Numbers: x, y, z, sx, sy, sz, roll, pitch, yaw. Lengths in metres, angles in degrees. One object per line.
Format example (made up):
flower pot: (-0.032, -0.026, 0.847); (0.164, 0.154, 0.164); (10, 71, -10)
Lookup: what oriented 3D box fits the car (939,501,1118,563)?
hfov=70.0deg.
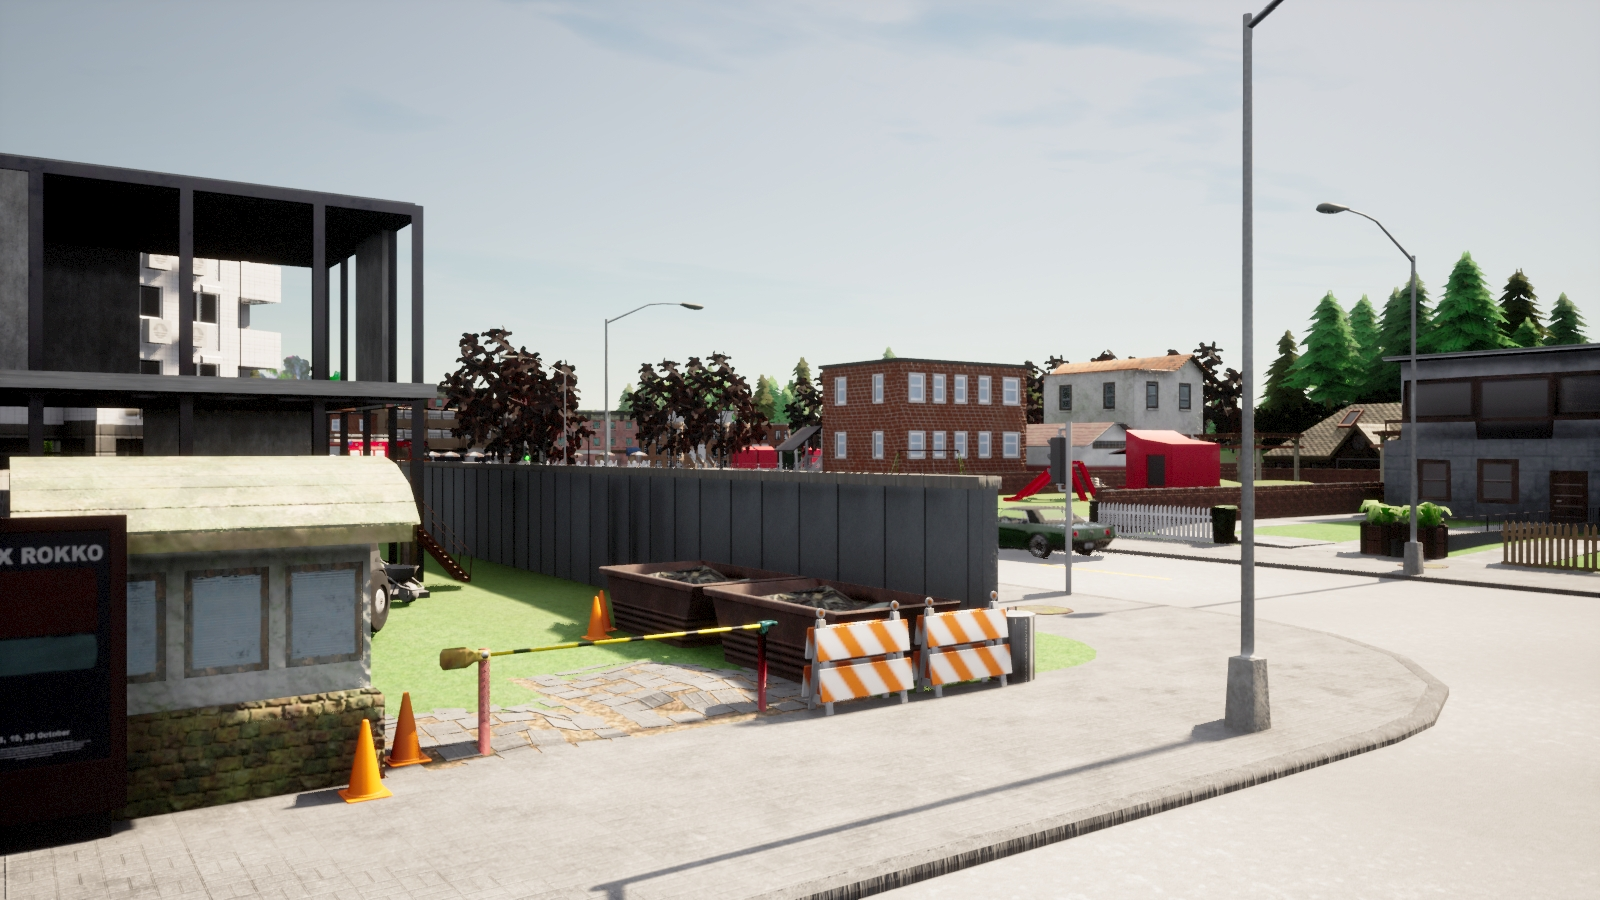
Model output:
car: (6.060, 2.146, 30.809); (1.895, 1.301, 4.718); (0, 0, -35)
